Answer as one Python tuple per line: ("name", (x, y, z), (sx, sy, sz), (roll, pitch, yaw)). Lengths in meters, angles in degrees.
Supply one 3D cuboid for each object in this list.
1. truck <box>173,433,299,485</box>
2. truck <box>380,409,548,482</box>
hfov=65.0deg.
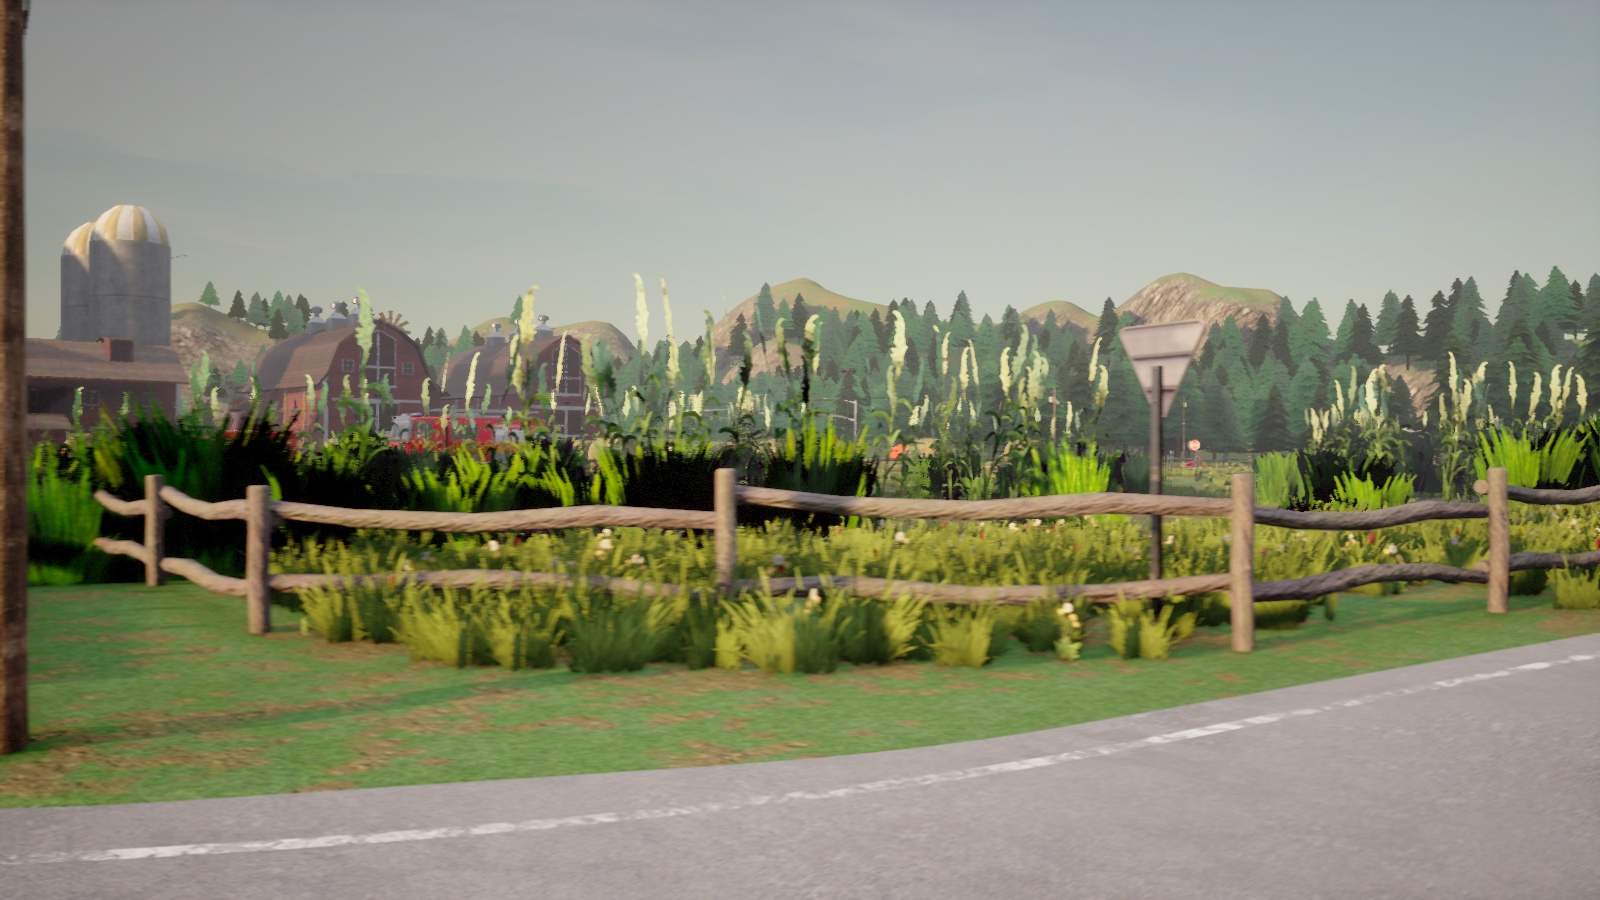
("truck", (-27.834, 0.433, 62.040), (5.204, 2.467, 2.627), (0, 0, -38))
("truck", (-18.479, -0.246, 69.428), (8.468, 3.827, 2.891), (0, 0, -38))
